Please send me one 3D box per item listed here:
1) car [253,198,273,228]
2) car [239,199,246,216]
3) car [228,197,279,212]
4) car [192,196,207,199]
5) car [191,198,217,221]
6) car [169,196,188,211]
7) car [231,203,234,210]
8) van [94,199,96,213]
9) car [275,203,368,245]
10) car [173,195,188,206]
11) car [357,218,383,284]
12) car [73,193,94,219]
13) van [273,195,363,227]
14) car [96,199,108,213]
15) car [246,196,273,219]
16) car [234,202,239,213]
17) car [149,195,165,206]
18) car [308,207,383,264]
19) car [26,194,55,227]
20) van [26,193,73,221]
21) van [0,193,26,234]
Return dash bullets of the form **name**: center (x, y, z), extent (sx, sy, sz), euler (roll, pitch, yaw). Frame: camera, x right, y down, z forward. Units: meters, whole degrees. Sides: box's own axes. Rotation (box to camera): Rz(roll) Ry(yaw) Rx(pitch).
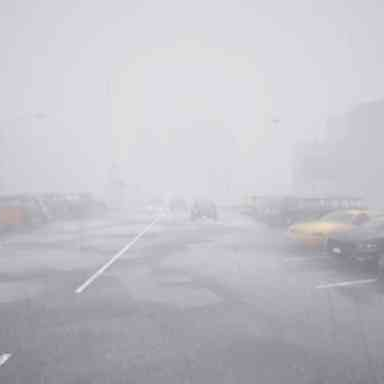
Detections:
- **car**: center (6.361, 1.324, 19.000), extent (5.008, 1.535, 2.097), euler (1, 1, -20)
- **car**: center (6.340, 1.308, 24.913), extent (4.792, 1.488, 2.163), euler (1, 0, -20)
- **car**: center (6.244, 1.251, 33.751), extent (4.674, 1.452, 2.002), euler (1, 1, -21)
- **car**: center (1.069, 1.181, 40.565), extent (2.128, 1.511, 4.902), euler (0, 1, 0)
- **car**: center (0.955, 1.409, 25.289), extent (1.895, 1.301, 4.718), euler (0, 0, 3)
- **car**: center (-1.452, 1.220, 36.136), extent (2.128, 1.511, 4.902), euler (0, 1, -1)
- **car**: center (6.241, 1.263, 30.788), extent (4.792, 1.488, 2.163), euler (1, 1, -20)
- **van**: center (-10.913, 1.064, 29.006), extent (4.442, 1.987, 1.878), euler (-1, 1, -18)
- **car**: center (6.209, 1.364, 13.056), extent (5.366, 1.575, 1.946), euler (1, 1, -20)
- **car**: center (-1.556, 1.175, 46.770), extent (1.895, 1.301, 4.718), euler (0, 2, 0)
- **car**: center (6.376, 1.443, 7.239), extent (4.792, 1.488, 2.163), euler (1, 1, -20)
- **car**: center (-10.857, 1.058, 26.062), extent (5.566, 2.045, 2.435), euler (-1, 0, -18)
- **van**: center (6.484, 1.122, 16.097), extent (4.442, 1.987, 1.878), euler (1, 0, -20)
- **car**: center (-10.716, 1.265, 32.044), extent (5.008, 1.535, 2.097), euler (-1, 1, -18)
- **car**: center (6.306, 1.175, 21.942), extent (4.553, 1.767, 2.185), euler (1, 0, -20)
- **car**: center (6.263, 1.130, 27.842), extent (4.553, 1.767, 2.185), euler (1, 0, -20)
- **car**: center (-4.738, 1.091, 45.389), extent (1.882, 1.535, 5.008), euler (0, 1, 1)
- **car**: center (6.404, 1.392, 10.184), extent (5.008, 1.535, 2.097), euler (1, 1, -20)
- **car**: center (-11.008, 1.228, 20.057), extent (4.553, 1.767, 2.185), euler (-1, 1, -18)
- **van**: center (-10.852, 1.104, 23.091), extent (4.442, 1.987, 1.878), euler (-1, 0, -18)
- **van**: center (-11.225, 1.151, 17.005), extent (4.442, 1.987, 1.878), euler (-1, 1, -19)
